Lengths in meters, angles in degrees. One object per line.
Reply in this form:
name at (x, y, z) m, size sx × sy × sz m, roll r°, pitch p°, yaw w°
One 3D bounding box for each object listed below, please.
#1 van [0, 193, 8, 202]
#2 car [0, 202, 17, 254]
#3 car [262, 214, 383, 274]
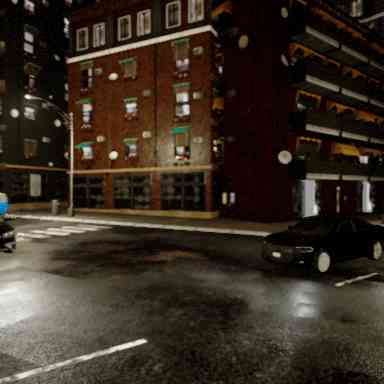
van at (-14.642, 0.906, 23.132) m, size 3.998 × 1.788 × 1.690 m, roll 1°, pitch 0°, yaw 26°
car at (-7.643, 1.275, 11.732) m, size 2.128 × 1.511 × 4.902 m, roll 1°, pitch 1°, yaw -40°
car at (4.450, 1.518, 10.964) m, size 5.008 × 1.535 × 1.882 m, roll 0°, pitch 0°, yaw -36°
